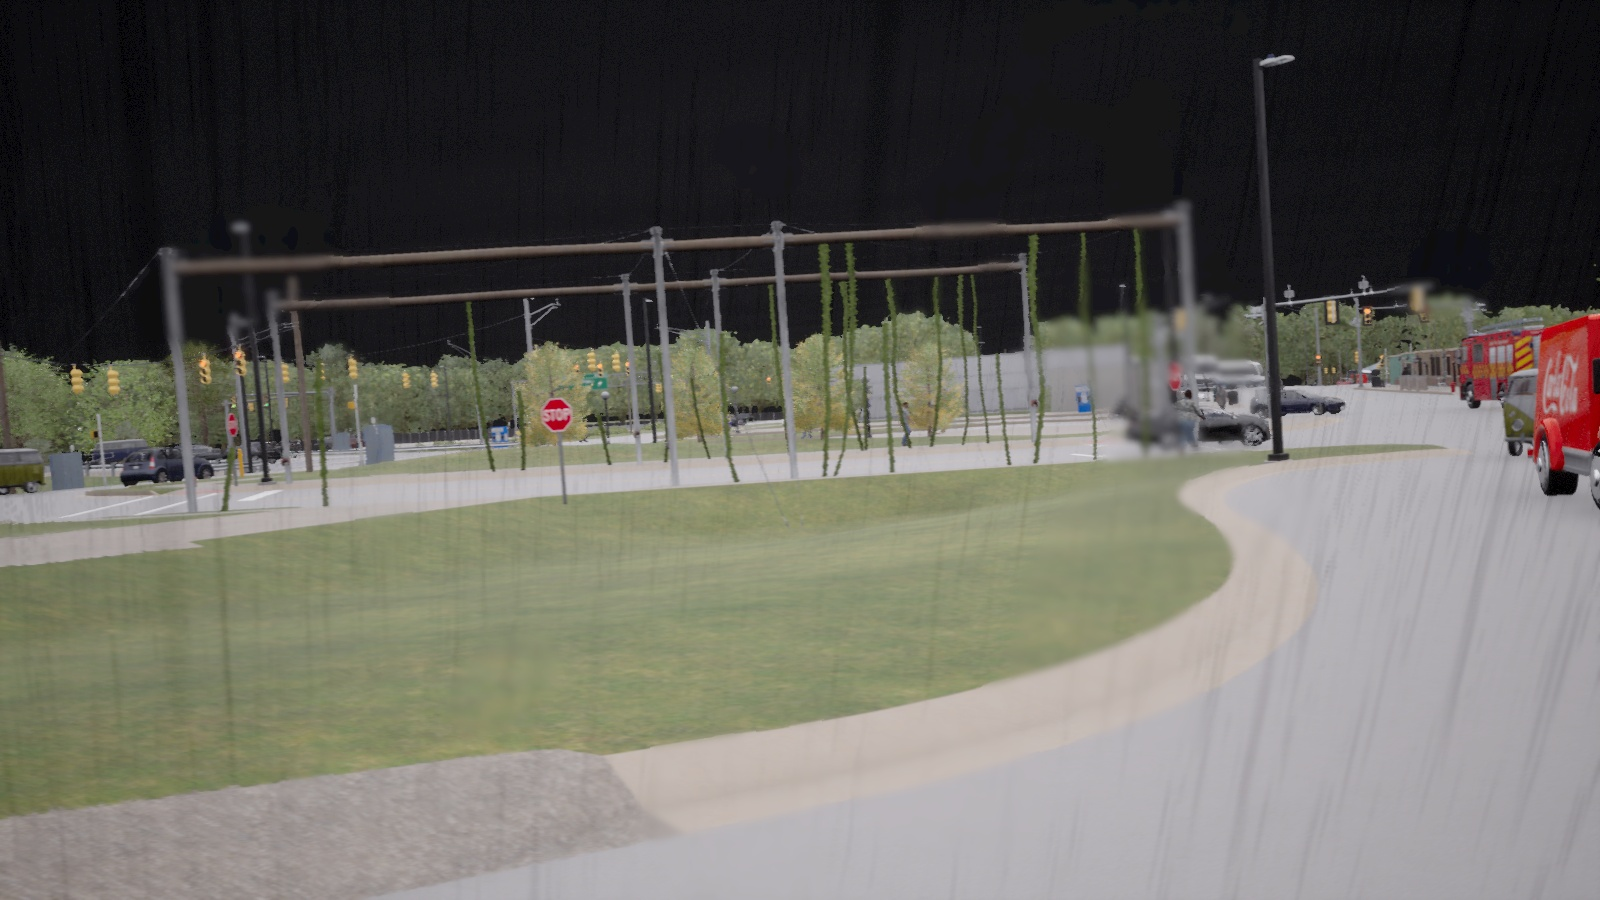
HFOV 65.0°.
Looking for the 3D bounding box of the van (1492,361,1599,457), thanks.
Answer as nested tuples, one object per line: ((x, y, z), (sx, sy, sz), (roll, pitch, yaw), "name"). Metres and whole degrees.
((17.436, -0.998, 28.922), (1.775, 1.987, 4.442), (-1, 3, 40), "van")

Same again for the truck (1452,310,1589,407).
((32.276, -3.984, 56.684), (2.891, 3.827, 8.468), (-4, 1, 13), "truck")

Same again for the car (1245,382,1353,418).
((26.456, -2.621, 66.756), (2.163, 1.488, 4.792), (-5, 1, -41), "car")

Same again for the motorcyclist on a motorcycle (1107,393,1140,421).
((19.920, -2.641, 77.378), (1.817, 1.590, 0.866), (-3, 3, 9), "motorcyclist on a motorcycle")

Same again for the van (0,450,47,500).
((-34.263, 1.134, 52.798), (1.775, 1.987, 4.442), (-4, 1, 13), "van")

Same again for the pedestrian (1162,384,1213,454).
((10.796, -0.861, 35.013), (0.900, 1.855, 0.874), (-6, 3, -33), "pedestrian")

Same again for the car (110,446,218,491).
((-26.952, 0.758, 53.368), (1.851, 1.617, 3.988), (-4, 1, 13), "car")

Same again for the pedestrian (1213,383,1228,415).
((25.844, -3.137, 77.170), (0.659, 1.952, 0.873), (-4, 3, 8), "pedestrian")

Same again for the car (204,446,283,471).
((-37.701, 0.579, 85.090), (4.718, 1.301, 1.895), (-3, 2, 16), "car")

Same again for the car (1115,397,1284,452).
((13.322, -0.866, 42.033), (4.902, 1.511, 2.128), (-4, 3, -10), "car")

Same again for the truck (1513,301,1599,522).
((11.032, -0.594, 15.975), (2.627, 2.467, 5.204), (-2, 2, 22), "truck")
